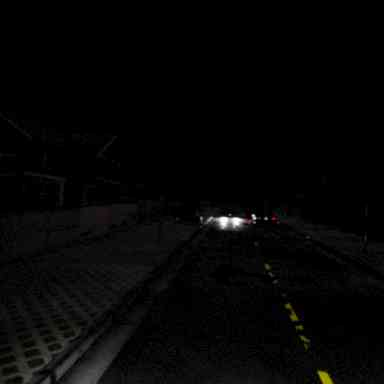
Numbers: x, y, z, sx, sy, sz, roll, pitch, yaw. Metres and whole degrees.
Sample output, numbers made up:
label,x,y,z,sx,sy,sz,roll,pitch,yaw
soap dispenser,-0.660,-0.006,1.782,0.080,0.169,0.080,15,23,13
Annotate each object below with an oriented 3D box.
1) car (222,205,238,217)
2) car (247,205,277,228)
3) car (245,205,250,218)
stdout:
label,x,y,z,sx,sy,sz,roll,pitch,yaw
car,4.583,2.303,39.860,1.895,1.301,4.718,3,-1,7
car,6.033,2.146,28.069,2.033,1.411,5.357,3,-1,7
car,7.478,2.341,40.626,2.128,1.511,4.902,3,-1,7
